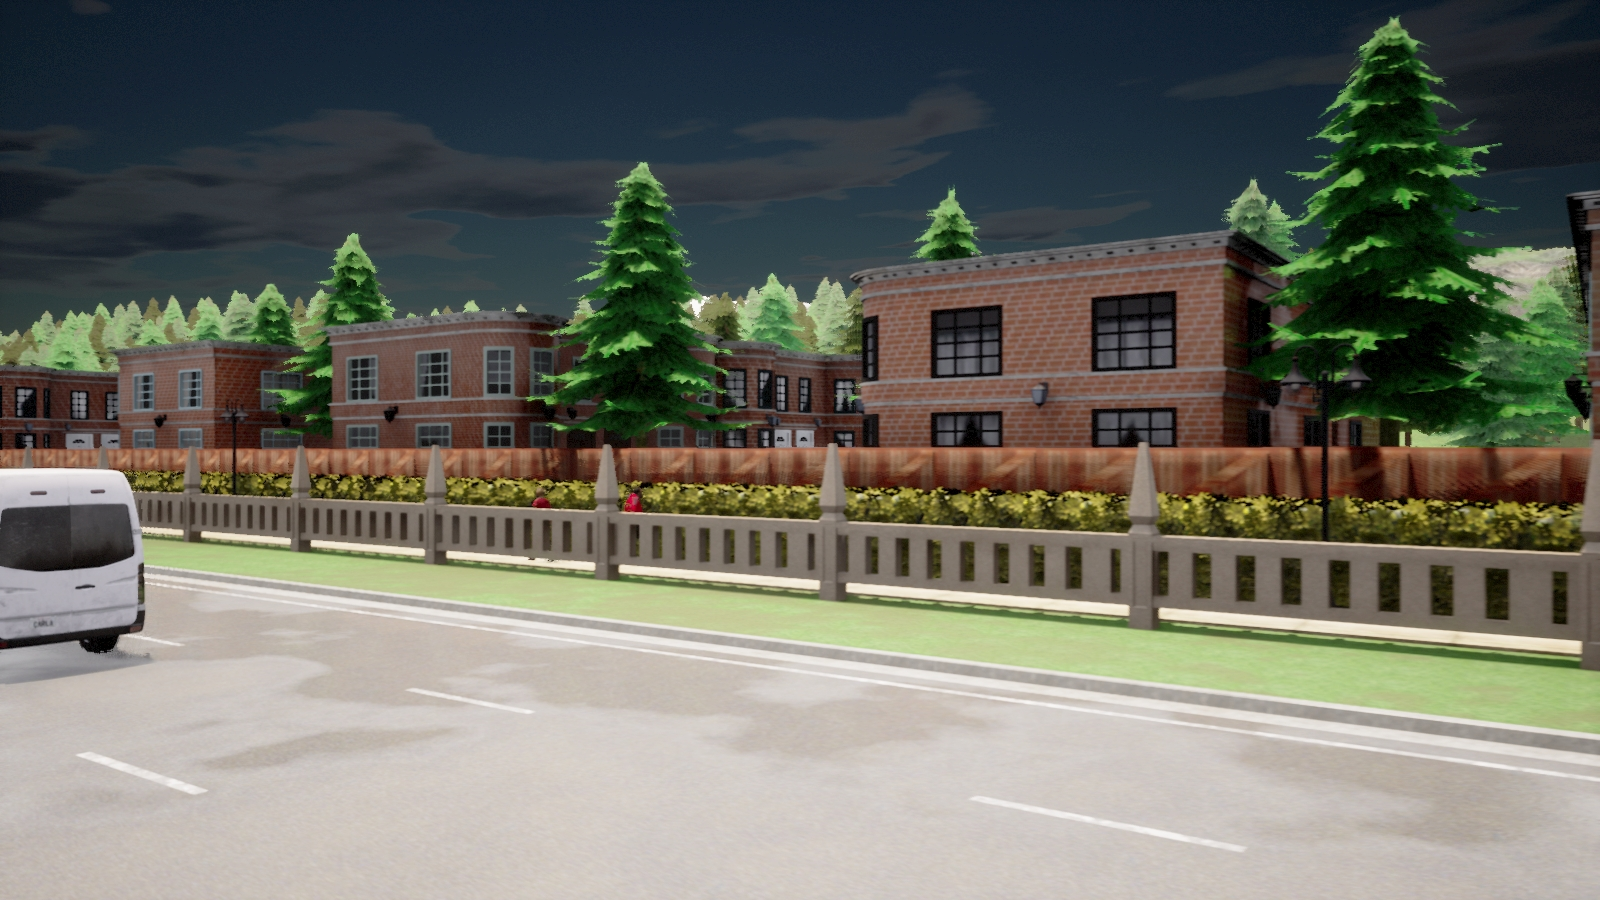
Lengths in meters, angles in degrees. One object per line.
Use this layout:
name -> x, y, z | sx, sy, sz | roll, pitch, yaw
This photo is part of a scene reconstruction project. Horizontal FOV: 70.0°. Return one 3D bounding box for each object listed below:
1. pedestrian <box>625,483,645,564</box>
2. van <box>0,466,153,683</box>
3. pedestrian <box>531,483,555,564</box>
pedestrian -> -3.876, 1.706, 26.768 | 0.375, 1.860, 0.375 | 0, 0, -24
van -> -11.681, 1.539, 16.229 | 5.915, 2.561, 1.988 | 0, 0, 35
pedestrian -> -6.017, 1.706, 26.740 | 0.375, 1.860, 0.375 | 0, 0, 31
